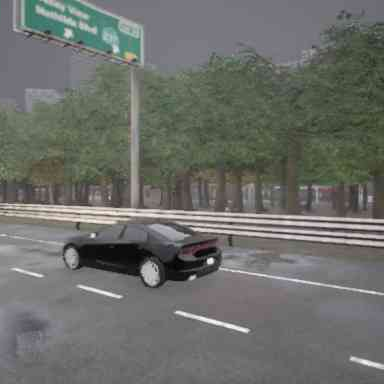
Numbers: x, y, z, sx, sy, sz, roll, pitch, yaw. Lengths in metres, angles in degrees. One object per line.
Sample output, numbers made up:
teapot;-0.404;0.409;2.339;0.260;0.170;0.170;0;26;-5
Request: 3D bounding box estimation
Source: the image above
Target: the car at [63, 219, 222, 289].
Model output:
car;-1.582;1.494;9.293;5.008;1.535;1.882;0;0;35
